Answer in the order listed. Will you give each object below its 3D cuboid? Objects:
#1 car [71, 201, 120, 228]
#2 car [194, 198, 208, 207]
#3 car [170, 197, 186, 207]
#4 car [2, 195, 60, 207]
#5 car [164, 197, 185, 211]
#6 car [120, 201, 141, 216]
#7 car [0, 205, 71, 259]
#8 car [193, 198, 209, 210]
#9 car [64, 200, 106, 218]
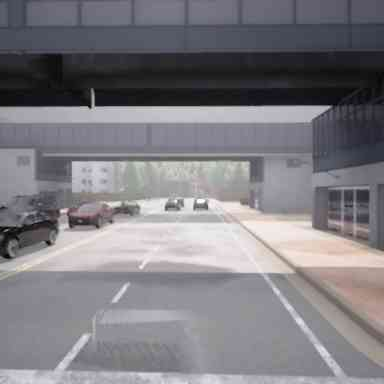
[{"bbox_3d":[-6.522,1.467,22.114,1.882,1.535,5.008,0,0,2],"label":"car"},{"bbox_3d":[1.369,1.580,51.354,1.994,1.385,4.181,0,0,2],"label":"car"},{"bbox_3d":[-2.132,1.499,51.489,2.128,1.511,4.902,0,0,2],"label":"car"},{"bbox_3d":[-10.060,1.201,20.489,2.150,2.045,5.566,0,0,2],"label":"car"},{"bbox_3d":[-2.395,1.552,41.805,2.033,1.411,5.357,0,0,2],"label":"car"},{"bbox_3d":[-6.241,1.593,32.233,1.895,1.301,4.718,0,0,2],"label":"car"},{"bbox_3d":[-6.772,1.478,12.613,2.128,1.511,4.902,0,0,3],"label":"car"},{"bbox_3d":[1.139,1.578,43.039,1.994,1.385,4.181,0,0,2],"label":"car"},{"bbox_3d":[-9.781,1.530,30.945,2.033,1.411,5.357,0,0,2],"label":"car"}]
